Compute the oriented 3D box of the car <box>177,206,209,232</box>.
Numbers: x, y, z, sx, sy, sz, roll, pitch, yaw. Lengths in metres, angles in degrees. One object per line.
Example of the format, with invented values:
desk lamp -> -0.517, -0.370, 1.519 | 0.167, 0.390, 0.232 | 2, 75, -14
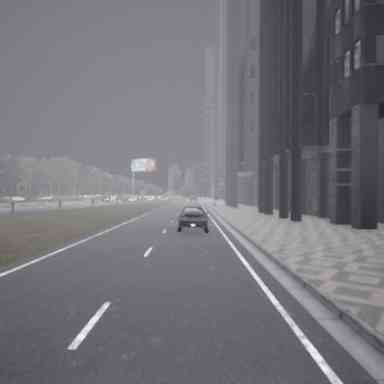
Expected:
car -> 0.078, 1.697, 21.830 | 1.837, 1.490, 4.892 | 1, 0, 0
